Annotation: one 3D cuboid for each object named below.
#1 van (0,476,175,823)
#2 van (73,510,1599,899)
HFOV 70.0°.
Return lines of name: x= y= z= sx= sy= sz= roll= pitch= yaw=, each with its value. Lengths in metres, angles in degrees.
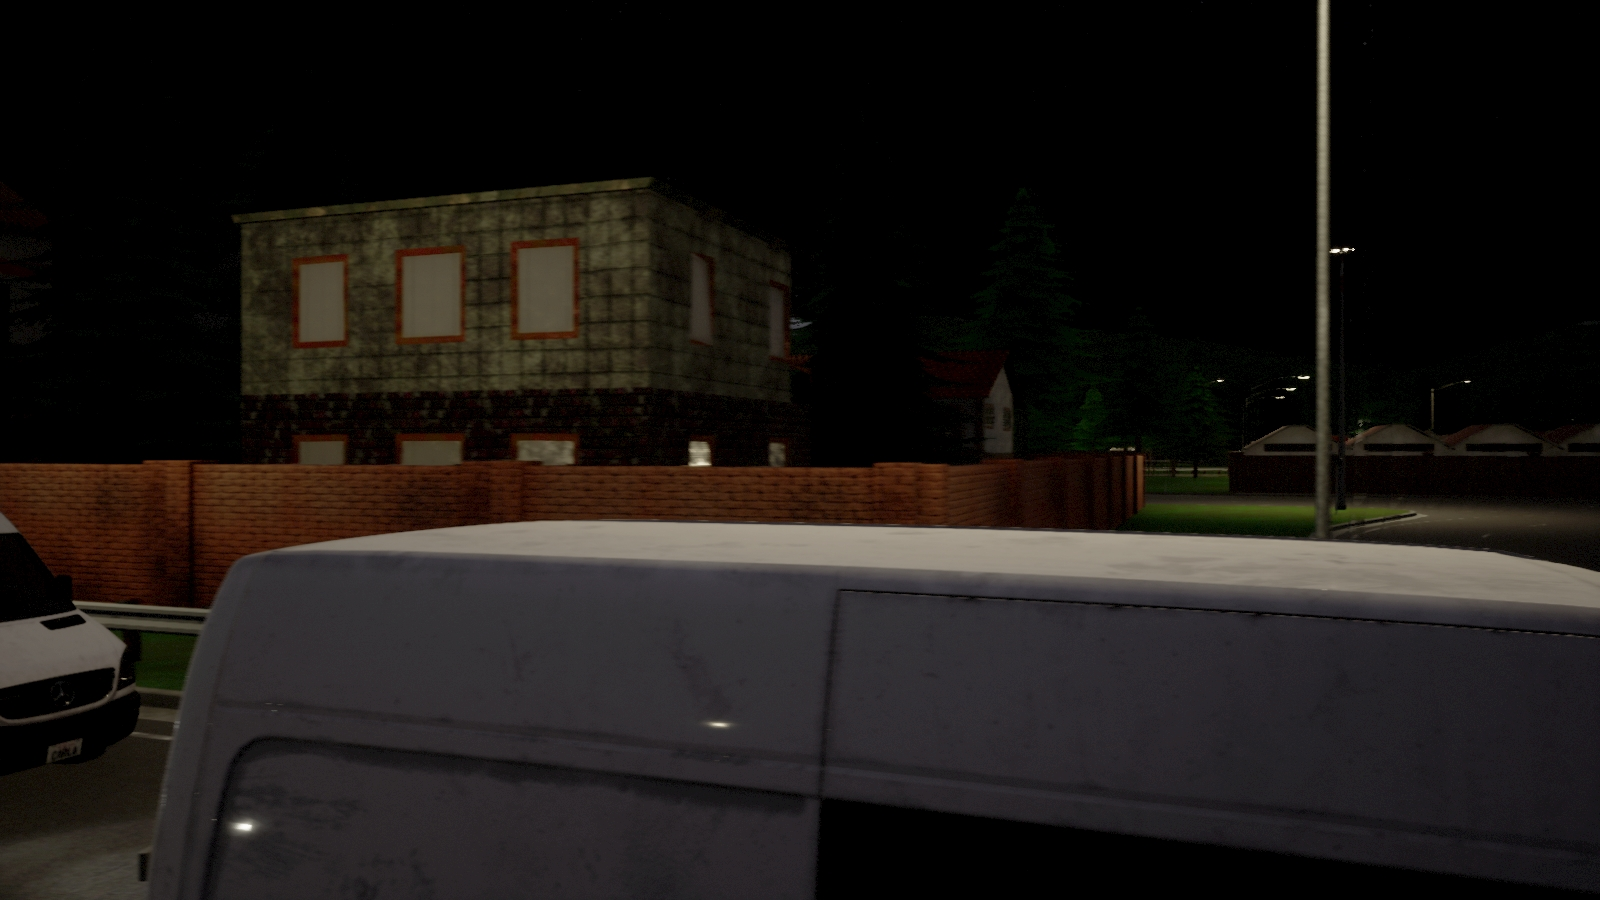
van: x=-8.625 y=1.527 z=10.136 sx=5.915 sy=2.561 sz=1.988 roll=0 pitch=0 yaw=20
van: x=1.271 y=1.534 z=2.832 sx=5.915 sy=2.561 sz=1.988 roll=0 pitch=0 yaw=20
